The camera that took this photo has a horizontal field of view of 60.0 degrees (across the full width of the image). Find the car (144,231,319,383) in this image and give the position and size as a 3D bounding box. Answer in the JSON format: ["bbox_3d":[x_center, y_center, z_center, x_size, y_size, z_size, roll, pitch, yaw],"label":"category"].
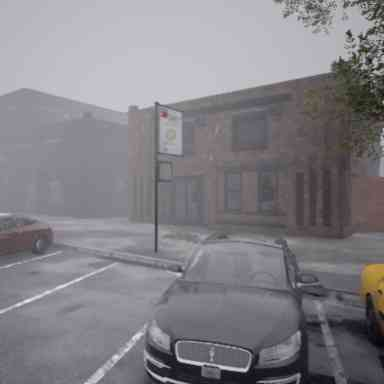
[{"bbox_3d":[0.834,1.470,5.499,2.231,1.521,4.892,1,0,16],"label":"car"}]

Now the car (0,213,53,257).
[{"bbox_3d":[-6.490,1.447,10.730,2.002,1.452,4.674,1,0,16],"label":"car"}]

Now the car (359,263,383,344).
[{"bbox_3d":[3.224,1.485,3.571,1.946,1.575,5.366,1,0,16],"label":"car"}]
